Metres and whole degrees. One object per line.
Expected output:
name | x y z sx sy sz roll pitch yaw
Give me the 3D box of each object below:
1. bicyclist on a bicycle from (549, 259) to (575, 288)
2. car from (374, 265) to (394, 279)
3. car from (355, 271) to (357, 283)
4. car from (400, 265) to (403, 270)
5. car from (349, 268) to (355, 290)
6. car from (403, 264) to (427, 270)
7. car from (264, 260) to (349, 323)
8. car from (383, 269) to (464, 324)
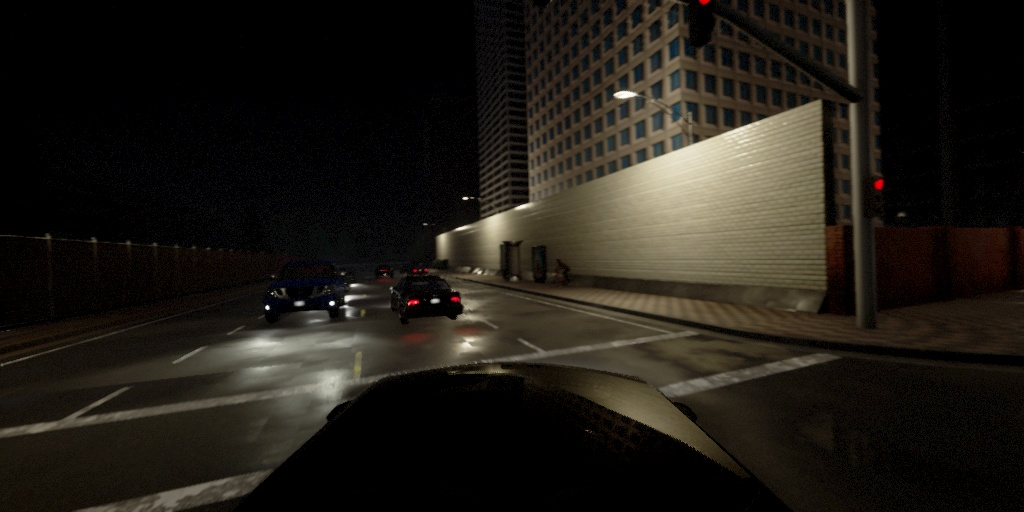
bicyclist on a bicycle | 2.750 0.960 19.854 1.656 1.620 0.582 -2 0 -22
car | -14.227 1.692 39.913 1.837 1.490 4.892 -2 0 -21
car | -15.130 1.772 32.397 1.994 1.385 4.181 -2 0 -22
car | -14.699 1.773 50.662 1.994 1.385 4.181 -2 0 -22
car | -11.439 1.594 23.107 1.837 1.490 4.892 -2 0 -22
car | -10.736 1.629 40.747 2.033 1.411 5.357 -2 0 -21
car | -7.811 1.194 13.997 2.150 2.045 5.566 -2 0 -22
car | -3.185 1.379 12.646 2.033 1.411 5.357 -2 0 -23
